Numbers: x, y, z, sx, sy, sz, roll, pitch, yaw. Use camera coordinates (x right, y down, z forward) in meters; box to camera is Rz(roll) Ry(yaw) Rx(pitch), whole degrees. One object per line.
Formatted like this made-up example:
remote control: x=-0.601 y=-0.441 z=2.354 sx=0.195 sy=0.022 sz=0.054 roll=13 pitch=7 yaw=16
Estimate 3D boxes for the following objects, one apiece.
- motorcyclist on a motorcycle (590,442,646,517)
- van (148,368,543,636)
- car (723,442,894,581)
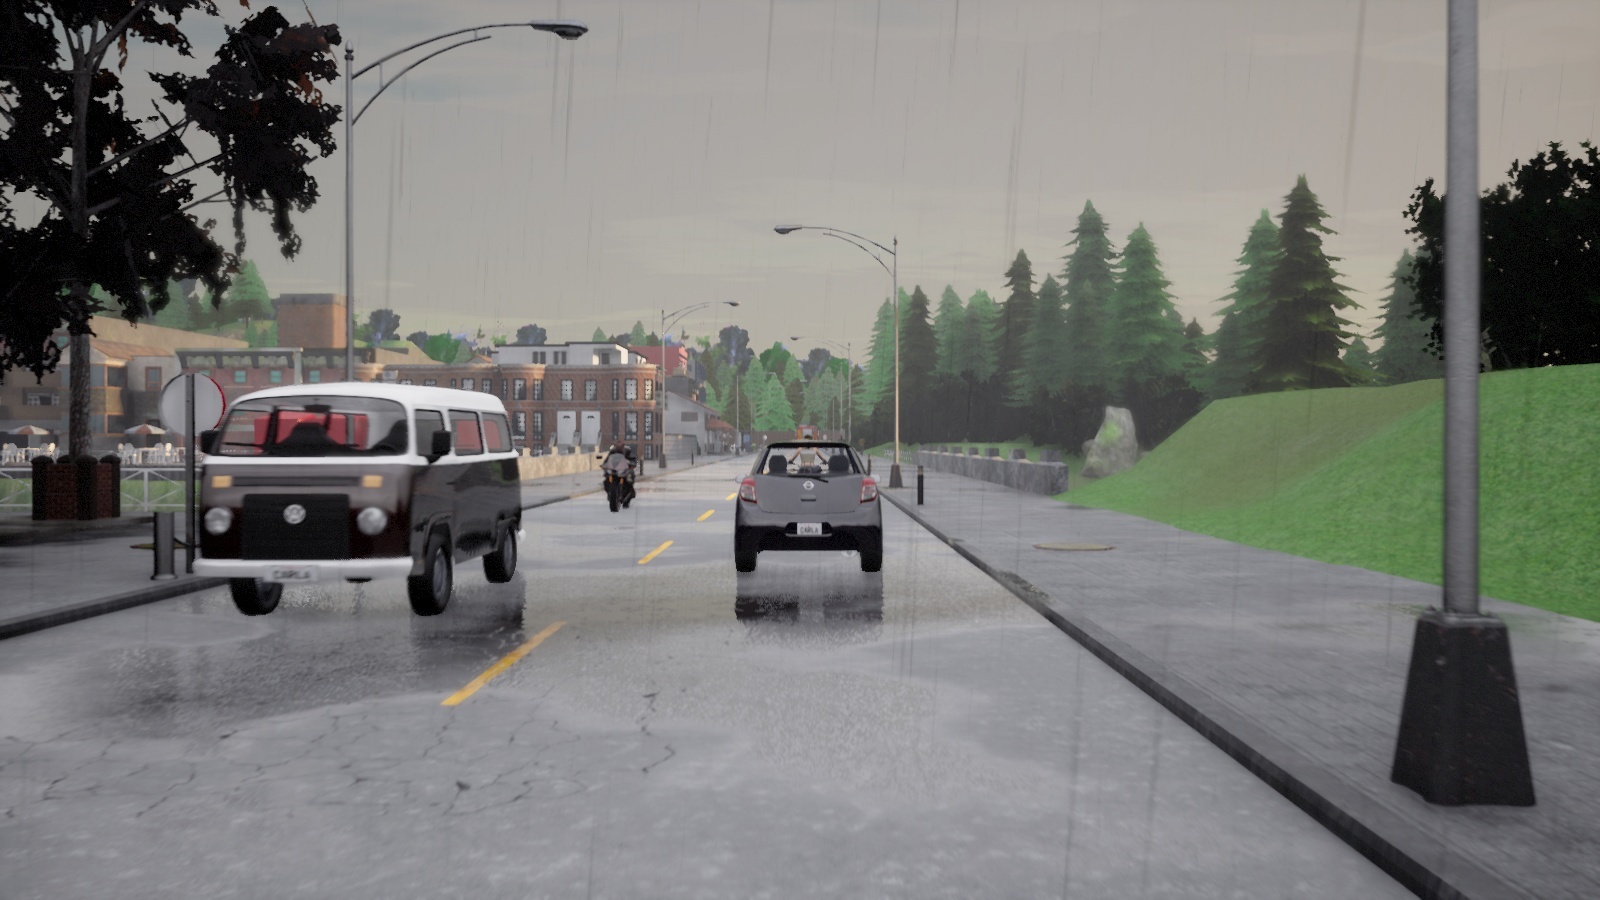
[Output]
motorcyclist on a motorcycle: x=-3.837 y=0.587 z=26.639 sx=0.866 sy=1.530 sz=2.191 roll=0 pitch=0 yaw=0
van: x=-3.919 y=0.382 z=11.801 sx=2.069 sy=2.038 sz=4.480 roll=0 pitch=0 yaw=0
car: x=0.101 y=0.650 z=15.412 sx=1.845 sy=1.501 sz=3.633 roll=0 pitch=0 yaw=0
